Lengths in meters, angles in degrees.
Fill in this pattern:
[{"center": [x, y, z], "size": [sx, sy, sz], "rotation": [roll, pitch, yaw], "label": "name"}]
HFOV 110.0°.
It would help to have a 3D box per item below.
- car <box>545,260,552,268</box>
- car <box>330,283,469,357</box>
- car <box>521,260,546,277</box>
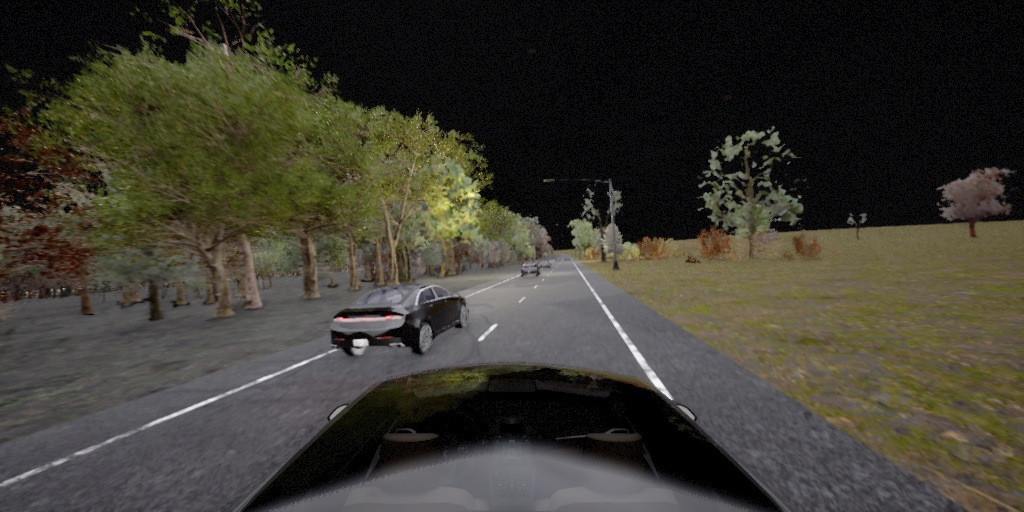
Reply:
[{"center": [5.741, 1.430, 61.945], "size": [1.994, 1.385, 4.181], "rotation": [-4, 0, 9], "label": "car"}, {"center": [-2.559, 1.457, 9.327], "size": [2.128, 1.511, 4.902], "rotation": [-4, 0, 9], "label": "car"}, {"center": [2.114, 1.410, 38.965], "size": [2.128, 1.511, 4.902], "rotation": [-4, 0, 9], "label": "car"}]
